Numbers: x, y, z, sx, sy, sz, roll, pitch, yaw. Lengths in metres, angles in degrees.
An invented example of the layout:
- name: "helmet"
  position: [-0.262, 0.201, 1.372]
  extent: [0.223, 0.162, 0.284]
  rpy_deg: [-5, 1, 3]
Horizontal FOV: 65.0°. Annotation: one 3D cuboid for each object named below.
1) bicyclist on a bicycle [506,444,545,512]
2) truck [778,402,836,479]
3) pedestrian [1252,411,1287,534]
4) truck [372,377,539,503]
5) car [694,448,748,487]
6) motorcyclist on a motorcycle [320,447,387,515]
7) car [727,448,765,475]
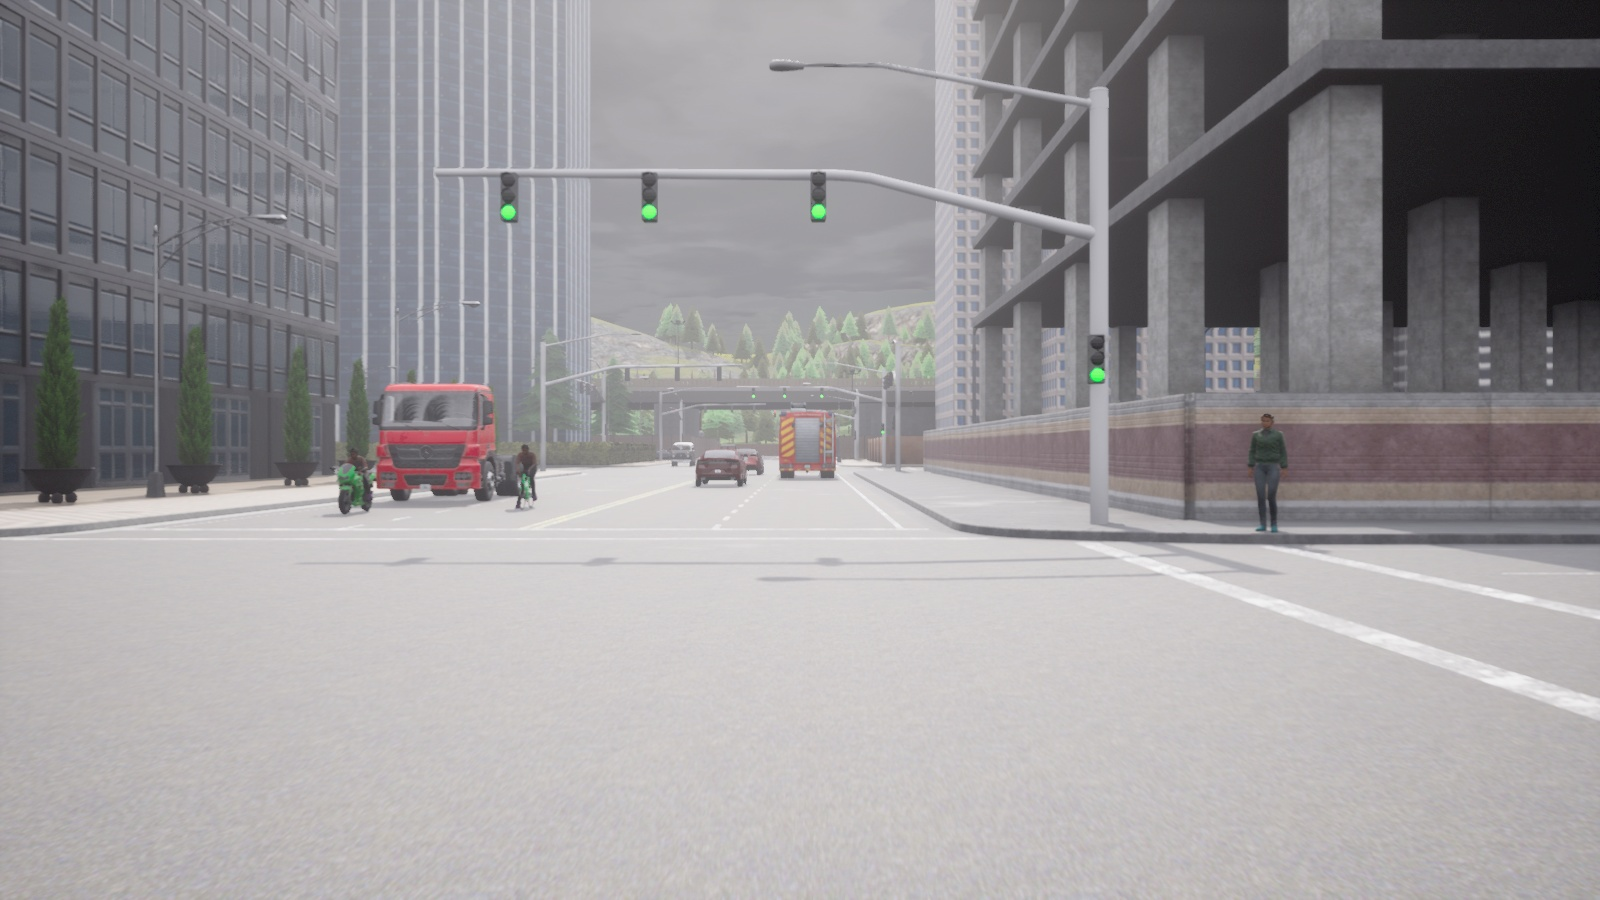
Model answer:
- name: "bicyclist on a bicycle"
  position: [-6.812, 0.674, 31.197]
  extent: [0.582, 1.620, 1.656]
  rpy_deg: [0, 0, 0]
- name: "truck"
  position: [0.387, -0.469, 66.589]
  extent: [2.891, 3.827, 8.468]
  rpy_deg: [0, 0, 0]
- name: "pedestrian"
  position: [7.176, 0.342, 19.193]
  extent: [0.353, 1.847, 0.614]
  rpy_deg: [0, 0, 35]
- name: "truck"
  position: [-10.275, -0.271, 38.388]
  extent: [2.891, 3.462, 7.936]
  rpy_deg: [0, 0, 0]
- name: "car"
  position: [-3.198, 0.684, 51.587]
  extent: [1.882, 1.535, 5.008]
  rpy_deg: [0, 0, 0]
- name: "motorcyclist on a motorcycle"
  position: [-10.323, 0.702, 29.113]
  extent: [0.797, 1.523, 2.044]
  rpy_deg: [0, 0, 0]
- name: "car"
  position: [-3.093, 0.633, 72.869]
  extent: [2.007, 1.525, 4.514]
  rpy_deg: [0, 0, 0]
